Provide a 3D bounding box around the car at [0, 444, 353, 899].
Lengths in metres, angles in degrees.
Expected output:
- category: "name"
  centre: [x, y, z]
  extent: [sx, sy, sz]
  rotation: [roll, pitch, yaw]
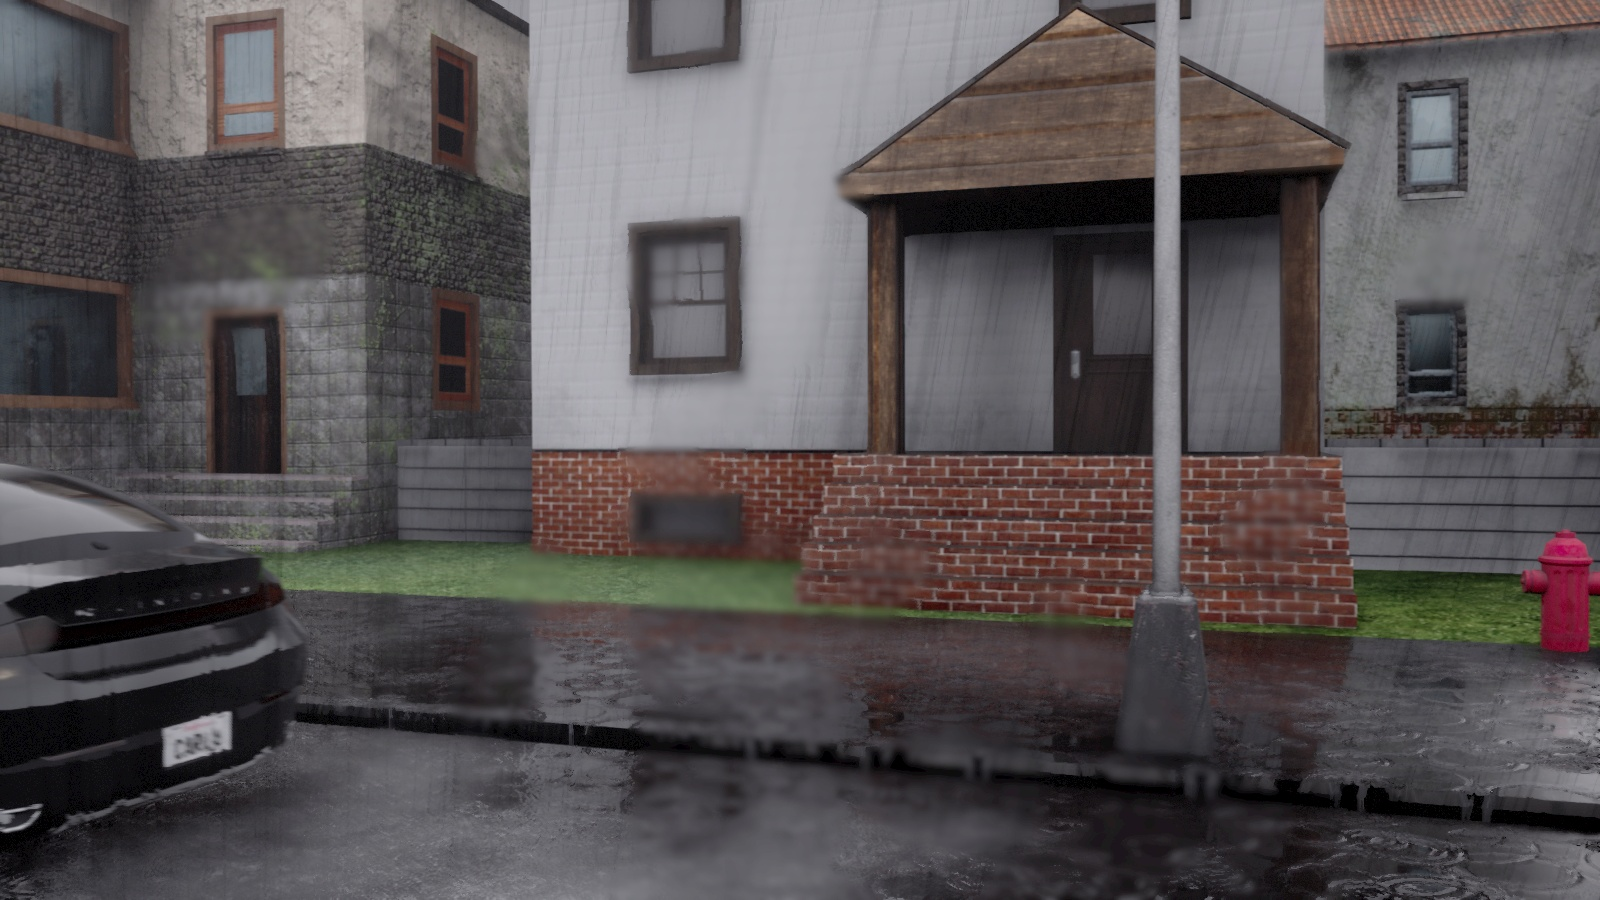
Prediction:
- category: "car"
  centre: [-4.490, 0.727, 5.170]
  extent: [4.892, 1.490, 1.837]
  rotation: [1, 1, 18]
